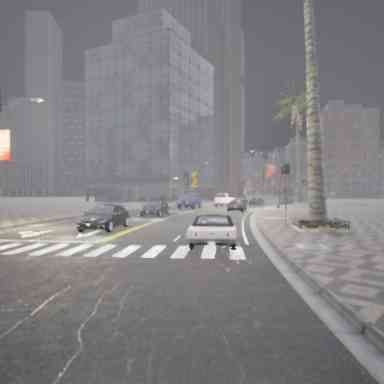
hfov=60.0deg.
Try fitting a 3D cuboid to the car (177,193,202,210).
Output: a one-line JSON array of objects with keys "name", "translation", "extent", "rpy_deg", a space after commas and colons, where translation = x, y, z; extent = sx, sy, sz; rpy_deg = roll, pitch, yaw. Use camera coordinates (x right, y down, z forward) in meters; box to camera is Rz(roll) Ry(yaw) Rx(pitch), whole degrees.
[{"name": "car", "translation": [-0.284, 1.212, 43.879], "extent": [2.150, 2.045, 5.566], "rpy_deg": [0, 0, 16]}]

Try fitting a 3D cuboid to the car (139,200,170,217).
[{"name": "car", "translation": [-3.366, 1.486, 30.882], "extent": [1.837, 1.490, 4.892], "rpy_deg": [0, 0, 11]}]

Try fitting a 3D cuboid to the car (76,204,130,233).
[{"name": "car", "translation": [-5.136, 1.485, 19.836], "extent": [1.837, 1.490, 4.892], "rpy_deg": [0, 0, 7]}]

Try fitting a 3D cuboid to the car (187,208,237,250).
[{"name": "car", "translation": [0.949, 1.594, 14.391], "extent": [1.895, 1.301, 4.718], "rpy_deg": [0, 0, 6]}]

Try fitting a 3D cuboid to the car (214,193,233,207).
[{"name": "car", "translation": [4.860, 1.225, 49.631], "extent": [2.150, 2.045, 5.566], "rpy_deg": [0, 0, 18]}]

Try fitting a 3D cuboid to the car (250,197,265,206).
[{"name": "car", "translation": [11.195, 1.572, 57.268], "extent": [2.033, 1.411, 5.357], "rpy_deg": [0, 0, 22]}]

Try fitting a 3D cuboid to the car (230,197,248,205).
[{"name": "car", "translation": [8.497, 1.615, 59.675], "extent": [1.895, 1.301, 4.718], "rpy_deg": [0, 0, 24]}]

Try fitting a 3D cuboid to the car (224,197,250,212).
[{"name": "car", "translation": [5.340, 1.569, 39.023], "extent": [1.994, 1.385, 4.181], "rpy_deg": [0, 0, 14]}]
